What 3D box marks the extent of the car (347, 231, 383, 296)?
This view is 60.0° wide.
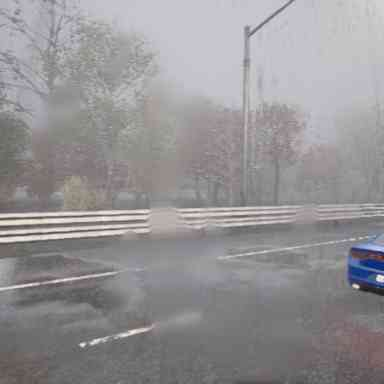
[{"bbox_3d":[5.558,1.475,7.567,5.008,1.535,1.882,1,1,-35],"label":"car"}]
